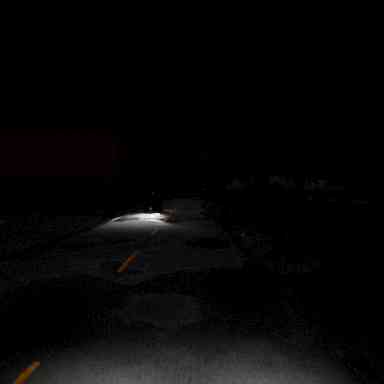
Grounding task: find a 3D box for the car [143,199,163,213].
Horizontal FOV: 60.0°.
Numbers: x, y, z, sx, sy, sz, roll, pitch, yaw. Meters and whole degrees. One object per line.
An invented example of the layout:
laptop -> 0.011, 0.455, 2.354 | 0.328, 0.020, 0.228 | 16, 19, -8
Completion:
car -> -4.293, 1.504, 36.902 | 2.128, 1.511, 4.902 | 0, 0, 0
